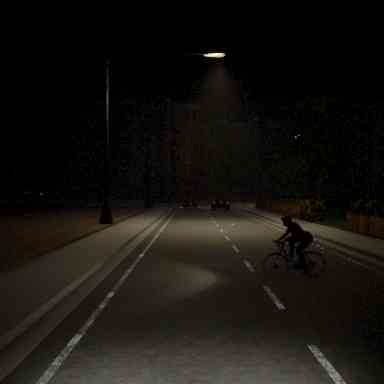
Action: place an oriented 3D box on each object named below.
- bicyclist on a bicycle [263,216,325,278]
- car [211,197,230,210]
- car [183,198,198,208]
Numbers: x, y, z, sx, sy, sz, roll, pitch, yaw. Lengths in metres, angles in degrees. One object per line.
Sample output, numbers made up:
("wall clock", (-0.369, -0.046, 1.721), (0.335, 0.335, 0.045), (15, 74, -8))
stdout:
("bicyclist on a bicycle", (2.657, 1.451, 8.728), (1.656, 1.620, 0.582), (-2, 0, 0))
("car", (3.514, 1.351, 42.124), (2.097, 1.767, 4.553), (0, 0, 0))
("car", (-0.248, 1.592, 47.105), (1.994, 1.385, 4.181), (0, -1, -3))
